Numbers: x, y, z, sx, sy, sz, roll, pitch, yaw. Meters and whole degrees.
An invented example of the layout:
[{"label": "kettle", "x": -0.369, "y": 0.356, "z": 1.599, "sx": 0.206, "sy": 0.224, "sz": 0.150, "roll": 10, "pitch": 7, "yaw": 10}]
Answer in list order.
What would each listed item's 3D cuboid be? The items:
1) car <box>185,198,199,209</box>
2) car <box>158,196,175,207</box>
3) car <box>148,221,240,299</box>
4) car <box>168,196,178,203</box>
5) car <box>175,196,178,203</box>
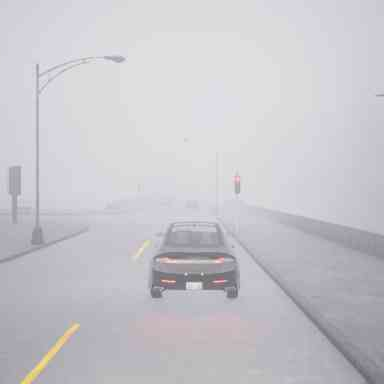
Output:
[{"label": "car", "x": 0.012, "y": 1.525, "z": 45.768, "sx": 1.812, "sy": 1.442, "sz": 4.674, "roll": 0, "pitch": 0, "yaw": 1}, {"label": "car", "x": -4.118, "y": 1.547, "z": 50.860, "sx": 2.033, "sy": 1.411, "sz": 5.357, "roll": 0, "pitch": 0, "yaw": 0}, {"label": "car", "x": 0.059, "y": 1.492, "z": 8.469, "sx": 2.128, "sy": 1.511, "sz": 4.902, "roll": 0, "pitch": 0, "yaw": 0}, {"label": "car", "x": -4.029, "y": 1.552, "z": 70.343, "sx": 1.994, "sy": 1.385, "sz": 4.181, "roll": 0, "pitch": 0, "yaw": 0}, {"label": "car", "x": -4.094, "y": 1.601, "z": 60.526, "sx": 1.895, "sy": 1.301, "sz": 4.718, "roll": 0, "pitch": 0, "yaw": 0}]
